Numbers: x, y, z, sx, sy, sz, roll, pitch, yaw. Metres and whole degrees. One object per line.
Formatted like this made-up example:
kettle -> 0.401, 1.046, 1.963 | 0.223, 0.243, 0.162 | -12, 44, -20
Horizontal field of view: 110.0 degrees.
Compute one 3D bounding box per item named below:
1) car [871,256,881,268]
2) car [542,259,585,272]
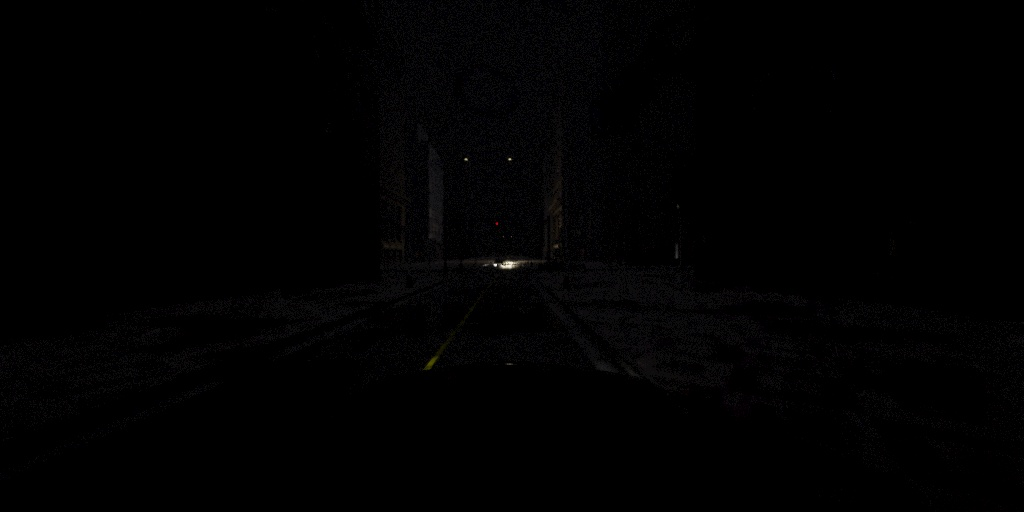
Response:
car -> 44.106, 0.767, 44.549 | 4.892, 1.490, 1.837 | 0, 0, 0
car -> 5.977, 1.118, 41.373 | 4.902, 1.511, 2.128 | -1, 0, 0
